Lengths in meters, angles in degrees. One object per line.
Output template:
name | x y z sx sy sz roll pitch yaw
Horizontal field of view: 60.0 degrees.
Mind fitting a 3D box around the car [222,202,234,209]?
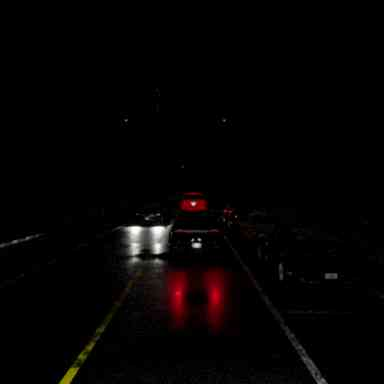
car | 2.966 1.468 20.276 1.947 1.339 4.313 -1 0 0

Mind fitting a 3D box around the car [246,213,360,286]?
car | 2.908 1.508 9.104 2.008 1.369 4.403 -1 0 0

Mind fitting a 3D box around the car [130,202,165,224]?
car | -2.885 1.438 23.760 1.812 1.442 4.674 0 0 0

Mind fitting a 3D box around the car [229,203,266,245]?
car | 2.938 1.454 14.860 1.752 1.417 4.829 -1 0 0

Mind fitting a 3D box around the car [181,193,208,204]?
car | 0.212 1.075 28.819 2.150 2.045 5.566 0 -1 2

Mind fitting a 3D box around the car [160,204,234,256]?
car | 0.160 1.431 12.797 2.128 1.511 4.902 0 0 0

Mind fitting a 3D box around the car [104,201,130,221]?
car | -5.551 1.419 25.903 1.887 1.381 4.507 -1 0 0

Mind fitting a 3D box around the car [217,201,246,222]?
car | 2.995 1.456 25.862 1.802 1.307 4.206 -1 0 0
